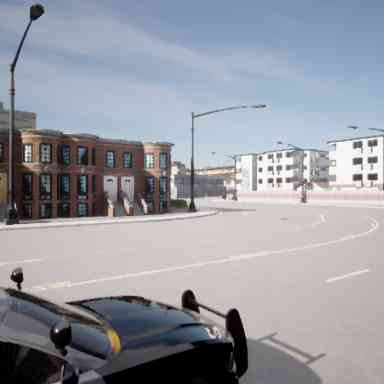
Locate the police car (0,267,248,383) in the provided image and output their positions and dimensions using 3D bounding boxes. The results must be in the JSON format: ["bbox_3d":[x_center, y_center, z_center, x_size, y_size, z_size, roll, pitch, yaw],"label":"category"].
[{"bbox_3d":[-1.760,1.419,2.485,5.238,1.638,1.930,0,0,-35],"label":"police car"}]
